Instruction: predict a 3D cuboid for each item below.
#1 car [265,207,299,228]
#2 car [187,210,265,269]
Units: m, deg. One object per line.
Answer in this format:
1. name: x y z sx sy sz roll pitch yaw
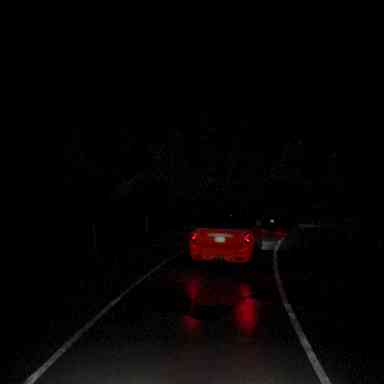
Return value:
1. car: 6.797 1.905 25.240 1.812 1.442 4.674 1 -1 31
2. car: 1.333 1.426 11.768 2.097 1.767 4.553 1 0 14
